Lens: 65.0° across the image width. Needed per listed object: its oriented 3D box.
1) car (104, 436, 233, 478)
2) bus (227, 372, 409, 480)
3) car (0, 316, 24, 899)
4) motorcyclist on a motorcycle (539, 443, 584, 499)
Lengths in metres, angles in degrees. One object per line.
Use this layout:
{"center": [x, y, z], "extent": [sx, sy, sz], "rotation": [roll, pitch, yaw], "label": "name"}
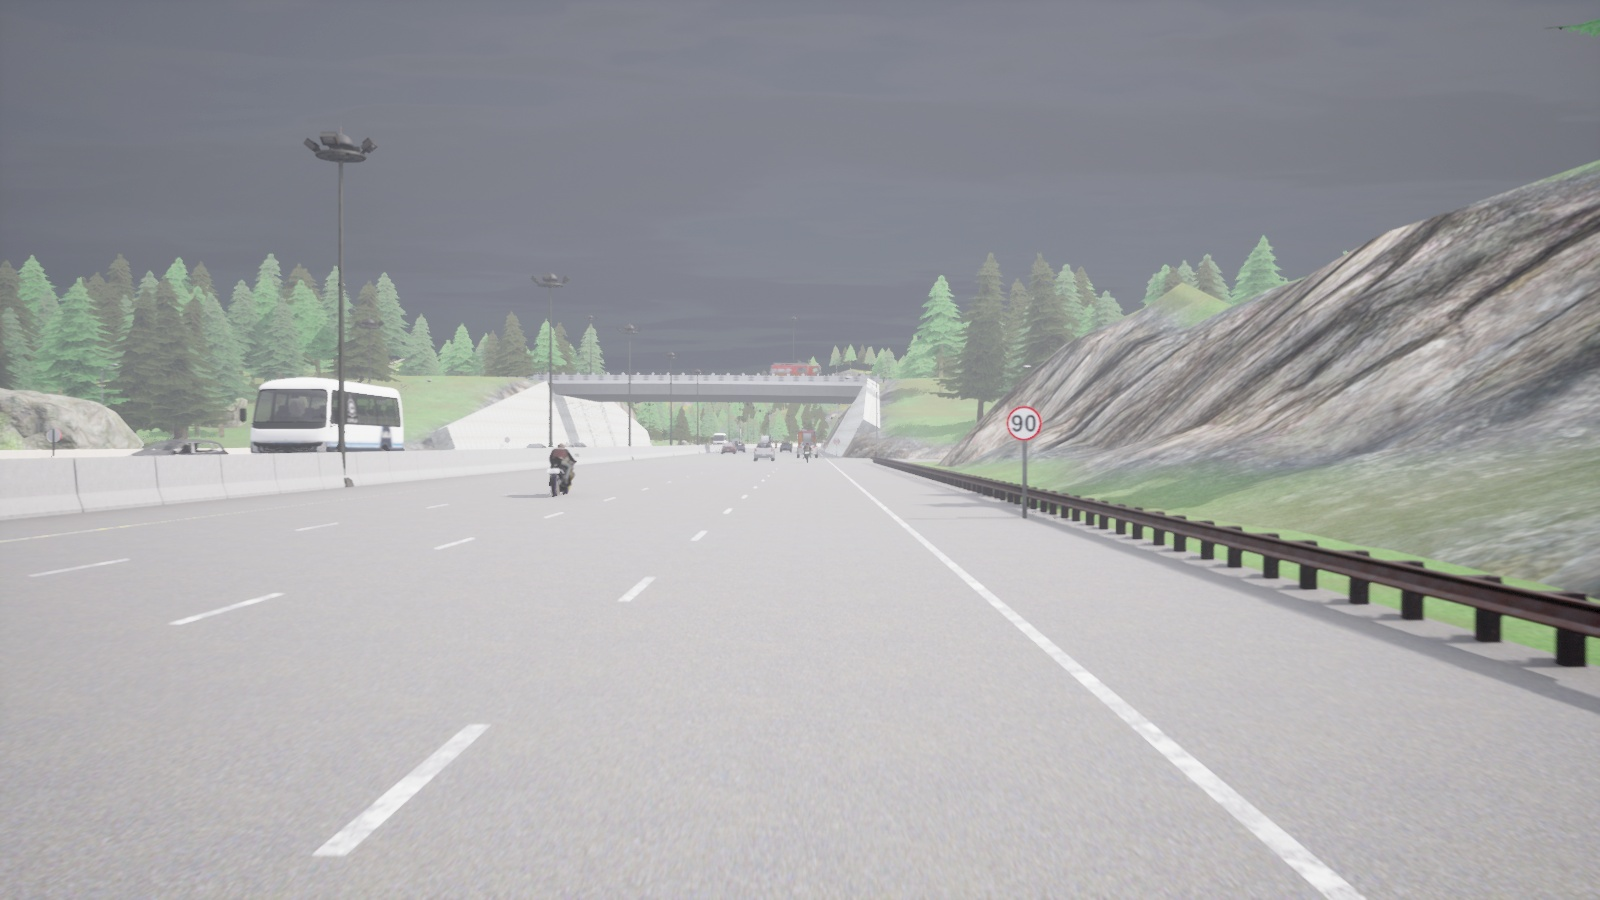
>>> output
{"center": [-26.674, 0.271, 53.205], "extent": [2.242, 1.667, 4.611], "rotation": [0, 0, 20], "label": "car"}
{"center": [-20.672, -0.955, 54.813], "extent": [3.944, 4.253, 10.273], "rotation": [0, 0, 0], "label": "bus"}
{"center": [-3.472, 0.528, 2.127], "extent": [1.905, 1.878, 3.866], "rotation": [0, 0, 0], "label": "car"}
{"center": [-6.781, 0.574, 35.782], "extent": [0.866, 1.530, 2.191], "rotation": [0, 0, 0], "label": "motorcyclist on a motorcycle"}
